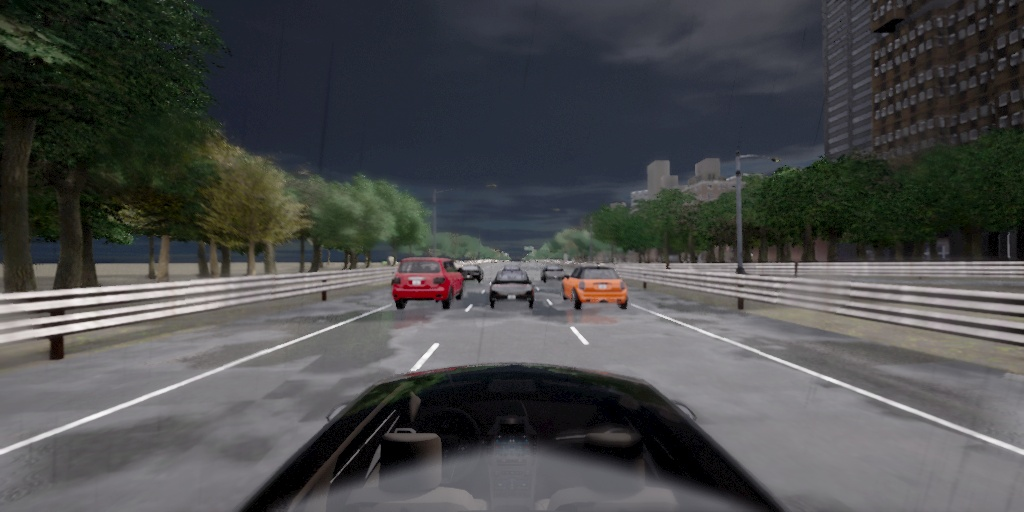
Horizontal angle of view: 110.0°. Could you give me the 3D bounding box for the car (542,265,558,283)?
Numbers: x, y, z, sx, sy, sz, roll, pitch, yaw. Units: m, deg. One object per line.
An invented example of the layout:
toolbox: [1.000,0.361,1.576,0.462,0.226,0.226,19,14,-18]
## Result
car: [3.490,1.510,31.145,2.128,1.511,4.902,0,0,0]

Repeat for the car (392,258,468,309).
car: [-3.507,1.098,15.882,2.150,2.045,5.566,0,0,0]

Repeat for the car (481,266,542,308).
car: [-0.002,1.377,16.147,2.128,1.511,4.902,0,0,0]

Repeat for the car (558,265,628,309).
car: [3.496,1.232,15.936,2.097,1.767,4.553,0,-1,0]

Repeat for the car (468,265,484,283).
car: [-3.508,1.496,31.321,1.882,1.535,5.008,0,0,0]
